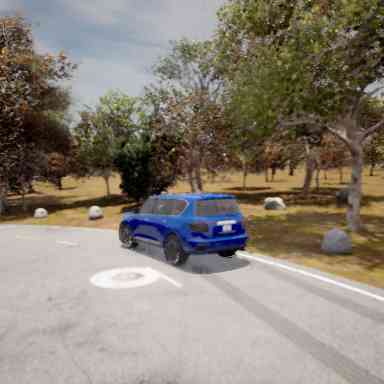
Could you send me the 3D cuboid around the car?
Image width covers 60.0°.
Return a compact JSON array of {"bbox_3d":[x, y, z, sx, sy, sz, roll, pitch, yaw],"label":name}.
[{"bbox_3d":[-0.557,1.067,11.326,2.150,2.045,5.566,-1,1,-35],"label":"car"}]
